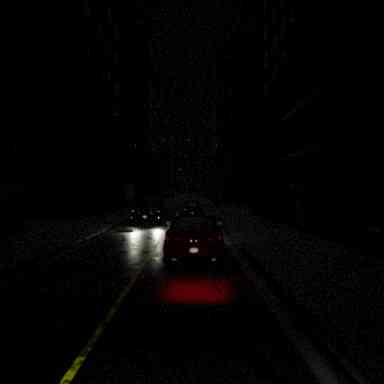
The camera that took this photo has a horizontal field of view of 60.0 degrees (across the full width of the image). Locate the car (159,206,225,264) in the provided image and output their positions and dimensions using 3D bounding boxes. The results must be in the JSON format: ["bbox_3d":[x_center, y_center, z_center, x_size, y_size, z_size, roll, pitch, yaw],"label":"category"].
[{"bbox_3d":[0.062,1.506,11.986,1.882,1.535,5.008,0,0,0],"label":"car"}]

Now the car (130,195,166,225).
[{"bbox_3d":[-3.142,1.282,24.830,2.150,2.045,5.566,0,0,0],"label":"car"}]

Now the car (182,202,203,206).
[{"bbox_3d":[0.038,1.603,30.712,1.812,1.442,4.674,0,0,0],"label":"car"}]
